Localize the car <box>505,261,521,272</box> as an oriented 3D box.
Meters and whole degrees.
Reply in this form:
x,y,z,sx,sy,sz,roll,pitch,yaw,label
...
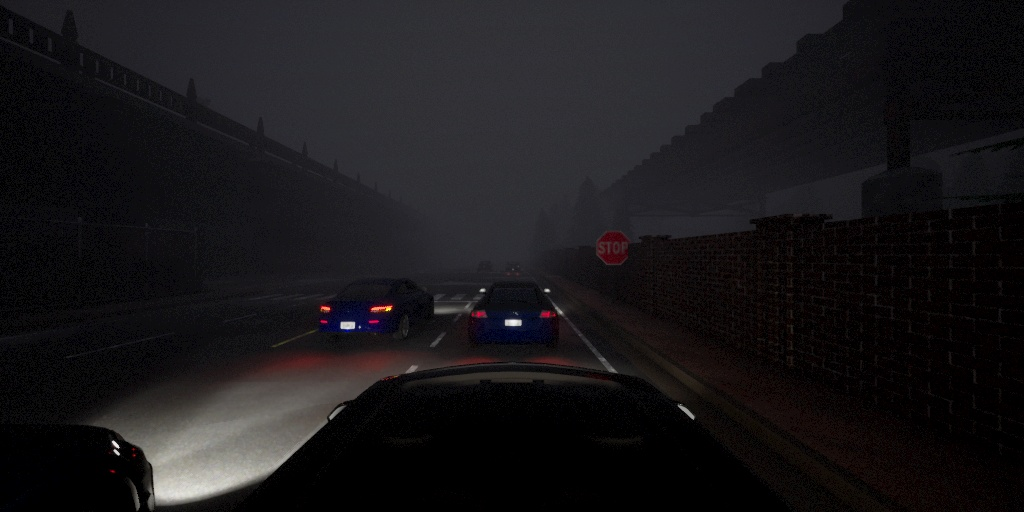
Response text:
x,y,z,sx,sy,sz,roll,pitch,yaw,label
0.099,1.349,46.036,1.895,1.301,4.718,0,0,-1,car

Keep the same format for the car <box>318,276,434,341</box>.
x,y,z,sx,sy,sz,roll,pitch,yaw,label
-3.412,1.275,9.740,1.812,1.442,4.674,0,0,0,car

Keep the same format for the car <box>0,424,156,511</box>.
x,y,z,sx,sy,sz,roll,pitch,yaw,label
-3.398,1.314,0.644,1.994,1.385,4.181,0,0,0,car

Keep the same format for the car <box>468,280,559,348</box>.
x,y,z,sx,sy,sz,roll,pitch,yaw,label
0.069,1.314,9.218,1.994,1.385,4.181,0,0,1,car

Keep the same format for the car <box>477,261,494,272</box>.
x,y,z,sx,sy,sz,roll,pitch,yaw,label
-3.395,1.296,45.873,2.033,1.411,5.357,0,0,-1,car
